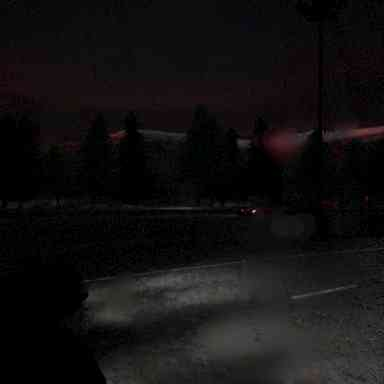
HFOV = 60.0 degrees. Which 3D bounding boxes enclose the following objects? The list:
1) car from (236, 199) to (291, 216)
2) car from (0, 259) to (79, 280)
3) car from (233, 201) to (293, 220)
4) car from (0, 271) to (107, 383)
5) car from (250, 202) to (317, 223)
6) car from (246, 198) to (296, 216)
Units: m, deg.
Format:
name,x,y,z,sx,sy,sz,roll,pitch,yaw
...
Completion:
name,x,y,z,sx,sy,sz,roll,pitch,yaw
car,6.222,1.476,26.186,4.553,1.767,2.097,1,0,-20
car,-4.108,1.572,5.018,4.718,1.301,1.895,1,0,-35
car,6.392,1.612,29.964,5.008,1.535,1.882,1,0,-19
car,-2.760,1.577,1.693,4.718,1.301,1.895,1,0,-36
car,6.667,1.645,22.653,4.674,1.442,1.812,1,0,-20
car,8.064,1.514,34.201,4.553,1.767,2.097,1,0,-17
